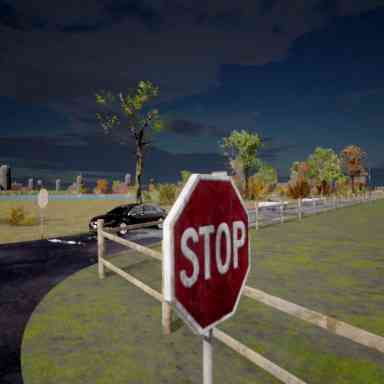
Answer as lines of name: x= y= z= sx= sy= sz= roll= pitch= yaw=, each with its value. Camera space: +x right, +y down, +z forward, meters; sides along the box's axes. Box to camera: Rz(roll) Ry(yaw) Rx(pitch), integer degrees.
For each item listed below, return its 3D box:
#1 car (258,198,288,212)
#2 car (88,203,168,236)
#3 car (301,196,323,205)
car: x=8.303 y=1.291 z=34.421 sx=1.895 sy=1.301 sz=4.718 roll=-2 pitch=0 yaw=35
car: x=-3.268 y=1.395 z=17.854 sx=1.837 sy=1.490 sz=4.892 roll=-2 pitch=0 yaw=34
car: x=16.761 y=1.152 z=46.352 sx=1.895 sy=1.301 sz=4.718 roll=-2 pitch=0 yaw=35
